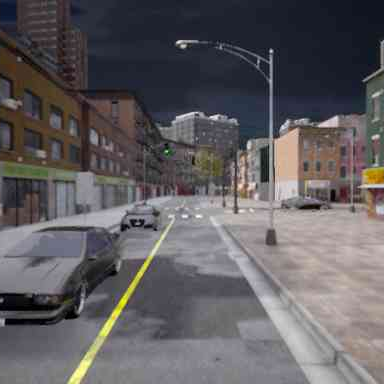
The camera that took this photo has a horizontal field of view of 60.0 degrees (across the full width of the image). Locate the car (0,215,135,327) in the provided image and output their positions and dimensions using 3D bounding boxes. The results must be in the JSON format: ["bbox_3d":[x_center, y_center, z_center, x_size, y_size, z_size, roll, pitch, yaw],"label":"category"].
[{"bbox_3d":[-2.839,1.493,7.495,2.033,1.411,5.357,0,0,0],"label":"car"}]

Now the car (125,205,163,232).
[{"bbox_3d":[-2.804,1.427,19.140,1.994,1.385,4.181,0,0,0],"label":"car"}]

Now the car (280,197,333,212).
[{"bbox_3d":[11.226,1.201,32.714,4.902,1.511,2.128,0,1,1],"label":"car"}]
